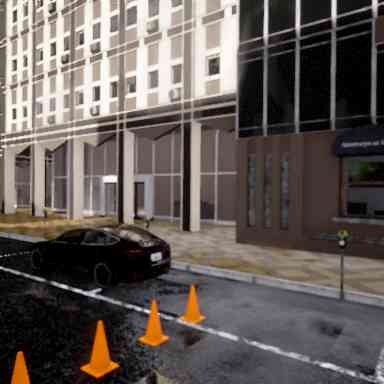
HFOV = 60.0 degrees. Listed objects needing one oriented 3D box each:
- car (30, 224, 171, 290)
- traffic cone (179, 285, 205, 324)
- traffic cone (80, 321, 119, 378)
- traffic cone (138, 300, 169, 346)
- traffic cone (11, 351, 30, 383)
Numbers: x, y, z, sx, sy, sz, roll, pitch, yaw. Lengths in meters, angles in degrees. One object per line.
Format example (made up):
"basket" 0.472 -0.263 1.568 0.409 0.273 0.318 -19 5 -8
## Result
"car" -2.507 1.494 8.805 4.313 1.339 1.947 1 0 36
"traffic cone" 0.005 1.923 5.817 0.340 0.580 0.340 1 0 36
"traffic cone" -1.160 1.922 4.191 0.340 0.580 0.340 1 0 36
"traffic cone" -0.578 1.922 5.004 0.340 0.580 0.340 1 0 36
"traffic cone" -1.743 1.921 3.379 0.340 0.580 0.340 1 0 36
